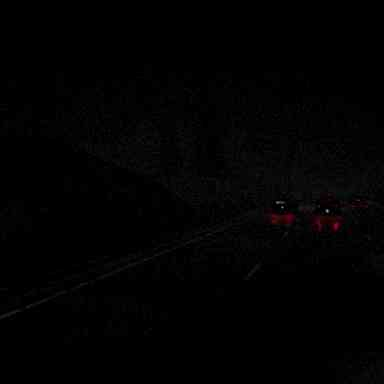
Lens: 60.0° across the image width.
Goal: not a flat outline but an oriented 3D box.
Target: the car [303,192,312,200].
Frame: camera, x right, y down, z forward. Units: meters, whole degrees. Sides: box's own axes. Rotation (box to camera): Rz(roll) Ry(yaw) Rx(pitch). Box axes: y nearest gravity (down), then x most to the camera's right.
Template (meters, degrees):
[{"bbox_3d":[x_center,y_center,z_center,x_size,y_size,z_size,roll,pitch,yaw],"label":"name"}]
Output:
[{"bbox_3d":[20.788,0.626,60.298,2.033,1.411,5.357,0,1,22],"label":"car"}]

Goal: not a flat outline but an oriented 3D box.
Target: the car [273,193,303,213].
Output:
[{"bbox_3d":[8.566,1.051,30.302,2.128,1.511,4.902,0,1,22],"label":"car"}]

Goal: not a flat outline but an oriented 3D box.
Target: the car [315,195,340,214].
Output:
[{"bbox_3d":[11.552,1.147,28.348,1.895,1.301,4.718,0,1,22],"label":"car"}]

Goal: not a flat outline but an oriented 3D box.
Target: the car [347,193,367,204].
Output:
[{"bbox_3d":[21.304,0.792,43.018,1.812,1.442,4.674,0,0,22],"label":"car"}]

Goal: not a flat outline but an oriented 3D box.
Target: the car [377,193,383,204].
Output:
[{"bbox_3d":[24.506,0.769,41.599,1.812,1.442,4.674,0,0,22],"label":"car"}]

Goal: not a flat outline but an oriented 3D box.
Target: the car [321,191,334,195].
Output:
[{"bbox_3d":[23.718,0.569,58.217,1.837,1.490,4.892,0,0,22],"label":"car"}]
